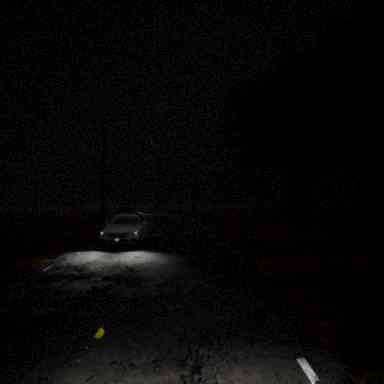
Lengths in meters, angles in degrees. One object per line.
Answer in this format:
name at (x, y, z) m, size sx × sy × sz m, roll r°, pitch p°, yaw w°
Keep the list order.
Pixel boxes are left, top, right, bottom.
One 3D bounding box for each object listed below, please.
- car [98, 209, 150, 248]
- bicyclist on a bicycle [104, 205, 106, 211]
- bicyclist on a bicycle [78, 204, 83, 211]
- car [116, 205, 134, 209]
car at (-3.136, 1.762, 16.190) m, size 1.812 × 1.442 × 4.674 m, roll 0°, pitch -1°, yaw 0°
bicyclist on a bicycle at (-19.524, 3.481, 73.951) m, size 1.656 × 1.620 × 0.582 m, roll -3°, pitch -5°, yaw 44°
bicyclist on a bicycle at (-26.698, 3.660, 79.897) m, size 1.843 × 1.776 × 0.659 m, roll -1°, pitch -4°, yaw 36°
car at (-11.529, 2.864, 57.403) m, size 1.895 × 1.301 × 4.718 m, roll 2°, pitch -3°, yaw -29°
